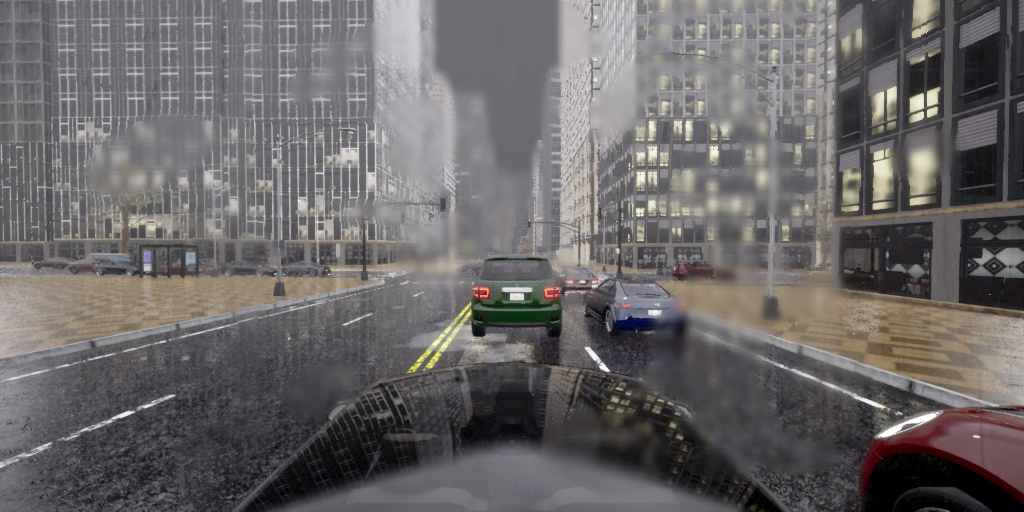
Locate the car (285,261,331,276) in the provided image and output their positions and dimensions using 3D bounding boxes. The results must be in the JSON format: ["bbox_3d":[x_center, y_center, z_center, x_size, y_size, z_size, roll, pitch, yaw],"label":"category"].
[{"bbox_3d":[-19.406,1.157,33.758,4.181,1.385,1.994,1,1,1],"label":"car"}]

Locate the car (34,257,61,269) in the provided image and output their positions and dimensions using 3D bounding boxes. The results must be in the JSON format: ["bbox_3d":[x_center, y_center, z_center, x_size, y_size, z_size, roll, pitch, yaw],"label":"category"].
[{"bbox_3d":[-50.899,0.793,40.257,4.207,1.307,1.802,0,0,1],"label":"car"}]

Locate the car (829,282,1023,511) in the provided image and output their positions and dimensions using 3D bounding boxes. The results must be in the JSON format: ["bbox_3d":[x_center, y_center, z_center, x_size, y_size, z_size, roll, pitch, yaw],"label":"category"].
[{"bbox_3d":[3.344,1.103,0.444,2.097,1.767,4.553,0,0,0],"label":"car"}]

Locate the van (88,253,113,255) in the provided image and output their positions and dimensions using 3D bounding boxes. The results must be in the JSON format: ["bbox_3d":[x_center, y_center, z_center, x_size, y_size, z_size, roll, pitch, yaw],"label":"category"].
[{"bbox_3d":[-45.217,0.605,40.131,3.998,1.789,1.690,0,0,1],"label":"van"}]

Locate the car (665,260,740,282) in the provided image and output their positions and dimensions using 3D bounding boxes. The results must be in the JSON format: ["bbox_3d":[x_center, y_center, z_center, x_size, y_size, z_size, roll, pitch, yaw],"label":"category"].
[{"bbox_3d":[16.246,1.269,30.524,5.009,1.841,2.192,0,0,1],"label":"car"}]

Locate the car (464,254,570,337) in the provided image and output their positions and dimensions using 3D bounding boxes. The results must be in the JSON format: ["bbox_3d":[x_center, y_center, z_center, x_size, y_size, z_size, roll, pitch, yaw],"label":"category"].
[{"bbox_3d":[0.115,0.967,10.394,2.150,2.045,5.566,0,0,0],"label":"car"}]

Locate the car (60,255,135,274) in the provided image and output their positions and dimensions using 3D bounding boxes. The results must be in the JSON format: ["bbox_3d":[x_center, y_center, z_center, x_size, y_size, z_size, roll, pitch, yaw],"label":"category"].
[{"bbox_3d":[-39.447,0.937,34.208,4.674,1.442,1.812,1,1,2],"label":"car"}]

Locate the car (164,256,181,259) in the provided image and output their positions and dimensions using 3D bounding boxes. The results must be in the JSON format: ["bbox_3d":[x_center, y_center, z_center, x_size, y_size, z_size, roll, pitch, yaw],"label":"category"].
[{"bbox_3d":[-29.375,0.995,33.978,4.902,1.511,2.128,1,1,1],"label":"car"}]

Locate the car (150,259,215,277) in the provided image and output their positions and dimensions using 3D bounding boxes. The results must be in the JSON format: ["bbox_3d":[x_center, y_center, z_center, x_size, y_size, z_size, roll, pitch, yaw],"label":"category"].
[{"bbox_3d":[-28.361,1.138,31.267,4.207,1.307,1.802,0,0,1],"label":"car"}]

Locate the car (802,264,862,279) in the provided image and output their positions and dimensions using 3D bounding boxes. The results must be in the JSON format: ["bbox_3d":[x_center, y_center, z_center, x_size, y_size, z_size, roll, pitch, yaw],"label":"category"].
[{"bbox_3d":[32.015,1.560,35.995,4.181,1.385,1.994,0,1,2],"label":"car"}]

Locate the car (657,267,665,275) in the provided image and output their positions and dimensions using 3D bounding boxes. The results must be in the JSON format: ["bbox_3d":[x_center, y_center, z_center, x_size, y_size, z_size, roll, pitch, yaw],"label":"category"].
[{"bbox_3d":[16.938,1.428,36.287,4.181,1.385,1.994,0,1,1],"label":"car"}]

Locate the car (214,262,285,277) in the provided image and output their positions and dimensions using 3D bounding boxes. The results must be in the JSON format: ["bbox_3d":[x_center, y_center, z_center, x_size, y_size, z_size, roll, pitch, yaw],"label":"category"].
[{"bbox_3d":[-22.678,1.174,31.123,4.313,1.339,1.948,0,0,1],"label":"car"}]

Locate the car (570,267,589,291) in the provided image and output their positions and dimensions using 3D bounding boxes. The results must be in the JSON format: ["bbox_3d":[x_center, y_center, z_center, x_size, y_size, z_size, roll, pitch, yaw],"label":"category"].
[{"bbox_3d":[3.385,1.288,19.730,2.033,1.411,5.357,0,0,0],"label":"car"}]

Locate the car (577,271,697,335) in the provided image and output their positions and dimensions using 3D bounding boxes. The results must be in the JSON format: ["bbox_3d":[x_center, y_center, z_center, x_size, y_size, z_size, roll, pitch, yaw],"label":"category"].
[{"bbox_3d":[3.372,1.310,10.488,1.994,1.385,4.181,0,0,-1],"label":"car"}]

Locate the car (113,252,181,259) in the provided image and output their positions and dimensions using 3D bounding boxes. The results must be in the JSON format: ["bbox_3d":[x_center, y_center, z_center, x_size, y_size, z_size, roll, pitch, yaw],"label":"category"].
[{"bbox_3d":[-37.338,0.600,37.351,5.566,2.045,2.150,1,1,1],"label":"car"}]

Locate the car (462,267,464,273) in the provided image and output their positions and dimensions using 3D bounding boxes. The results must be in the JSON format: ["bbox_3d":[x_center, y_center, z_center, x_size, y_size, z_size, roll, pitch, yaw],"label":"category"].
[{"bbox_3d":[-2.591,1.197,36.623,4.892,1.490,1.837,0,1,1],"label":"car"}]

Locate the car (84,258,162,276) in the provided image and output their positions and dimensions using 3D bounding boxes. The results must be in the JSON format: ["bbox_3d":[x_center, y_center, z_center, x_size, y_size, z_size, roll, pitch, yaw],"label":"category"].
[{"bbox_3d":[-34.042,1.069,31.450,4.313,1.339,1.948,0,0,1],"label":"car"}]

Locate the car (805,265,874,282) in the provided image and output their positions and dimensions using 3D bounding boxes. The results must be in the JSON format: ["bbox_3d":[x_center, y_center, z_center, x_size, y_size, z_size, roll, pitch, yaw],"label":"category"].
[{"bbox_3d":[27.694,1.578,30.307,4.829,1.417,1.751,0,0,1],"label":"car"}]
